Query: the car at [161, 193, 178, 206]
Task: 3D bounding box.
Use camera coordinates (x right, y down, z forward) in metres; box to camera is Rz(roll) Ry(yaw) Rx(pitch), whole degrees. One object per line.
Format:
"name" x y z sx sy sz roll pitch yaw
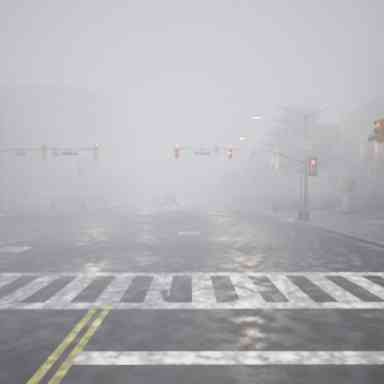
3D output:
"car" -3.541 1.223 55.731 2.150 2.045 5.566 0 0 0

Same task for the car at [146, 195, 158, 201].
"car" -9.737 1.529 81.388 1.994 1.385 4.181 0 0 -21

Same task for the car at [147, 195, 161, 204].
"car" -7.081 1.529 65.848 2.033 1.411 5.357 0 0 1
